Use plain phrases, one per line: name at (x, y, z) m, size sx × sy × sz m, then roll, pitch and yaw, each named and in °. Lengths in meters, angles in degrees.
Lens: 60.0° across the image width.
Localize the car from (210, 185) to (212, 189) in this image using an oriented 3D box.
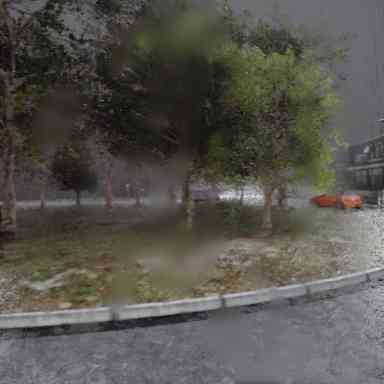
car at (1.654, -0.245, 76.190) m, size 5.008 × 1.535 × 2.097 m, roll 0°, pitch 2°, yaw 14°

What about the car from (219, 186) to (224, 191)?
car at (4.952, -0.952, 89.563) m, size 5.566 × 2.045 × 2.435 m, roll 0°, pitch 2°, yaw 14°

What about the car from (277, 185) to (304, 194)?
car at (20.077, -0.165, 66.868) m, size 4.792 × 1.488 × 2.163 m, roll 0°, pitch 2°, yaw 14°

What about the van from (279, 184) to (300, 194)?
van at (22.007, -0.669, 74.974) m, size 4.442 × 1.987 × 1.878 m, roll 0°, pitch 2°, yaw 14°

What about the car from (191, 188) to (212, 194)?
car at (2.326, -0.293, 78.863) m, size 4.674 × 1.452 × 2.002 m, roll 0°, pitch 2°, yaw 14°

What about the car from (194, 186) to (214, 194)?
car at (3.017, -0.547, 81.526) m, size 4.553 × 1.767 × 2.185 m, roll 0°, pitch 2°, yaw 14°

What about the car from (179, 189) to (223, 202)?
car at (1.020, 0.650, 44.657) m, size 5.357 × 1.411 × 2.033 m, roll 0°, pitch 1°, yaw 14°

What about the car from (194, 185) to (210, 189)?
car at (1.022, -0.287, 73.498) m, size 4.553 × 1.767 × 2.185 m, roll 0°, pitch 2°, yaw 14°

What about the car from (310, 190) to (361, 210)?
car at (12.845, 0.629, 30.077) m, size 2.097 × 1.767 × 4.553 m, roll -1°, pitch 1°, yaw -20°

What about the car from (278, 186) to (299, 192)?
car at (24.134, -0.730, 83.042) m, size 5.008 × 1.535 × 2.097 m, roll 0°, pitch 2°, yaw 14°

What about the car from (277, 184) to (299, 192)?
car at (25.478, -1.171, 88.293) m, size 5.566 × 2.045 × 2.435 m, roll 0°, pitch 2°, yaw 14°
